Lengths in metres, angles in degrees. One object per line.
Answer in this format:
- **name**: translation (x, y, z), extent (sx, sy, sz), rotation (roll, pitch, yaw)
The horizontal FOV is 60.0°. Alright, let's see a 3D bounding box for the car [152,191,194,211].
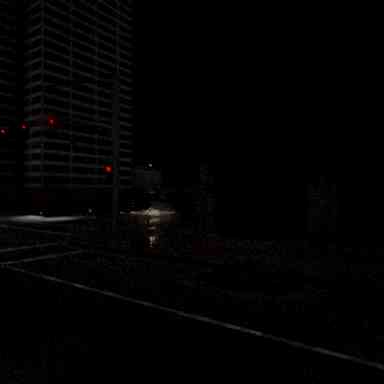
- **car**: translation (-1.946, 1.201, 41.011), extent (2.150, 2.045, 5.566), rotation (0, 0, 36)

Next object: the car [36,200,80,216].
- **car**: translation (-12.242, 1.524, 32.506), extent (2.033, 1.411, 5.357), rotation (0, 0, 35)

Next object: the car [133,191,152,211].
- **car**: translation (-6.094, 1.198, 41.214), extent (2.150, 2.045, 5.566), rotation (0, 0, 35)

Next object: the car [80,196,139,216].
- **car**: translation (-7.930, 1.471, 32.545), extent (2.128, 1.511, 4.902), rotation (0, 0, 35)
